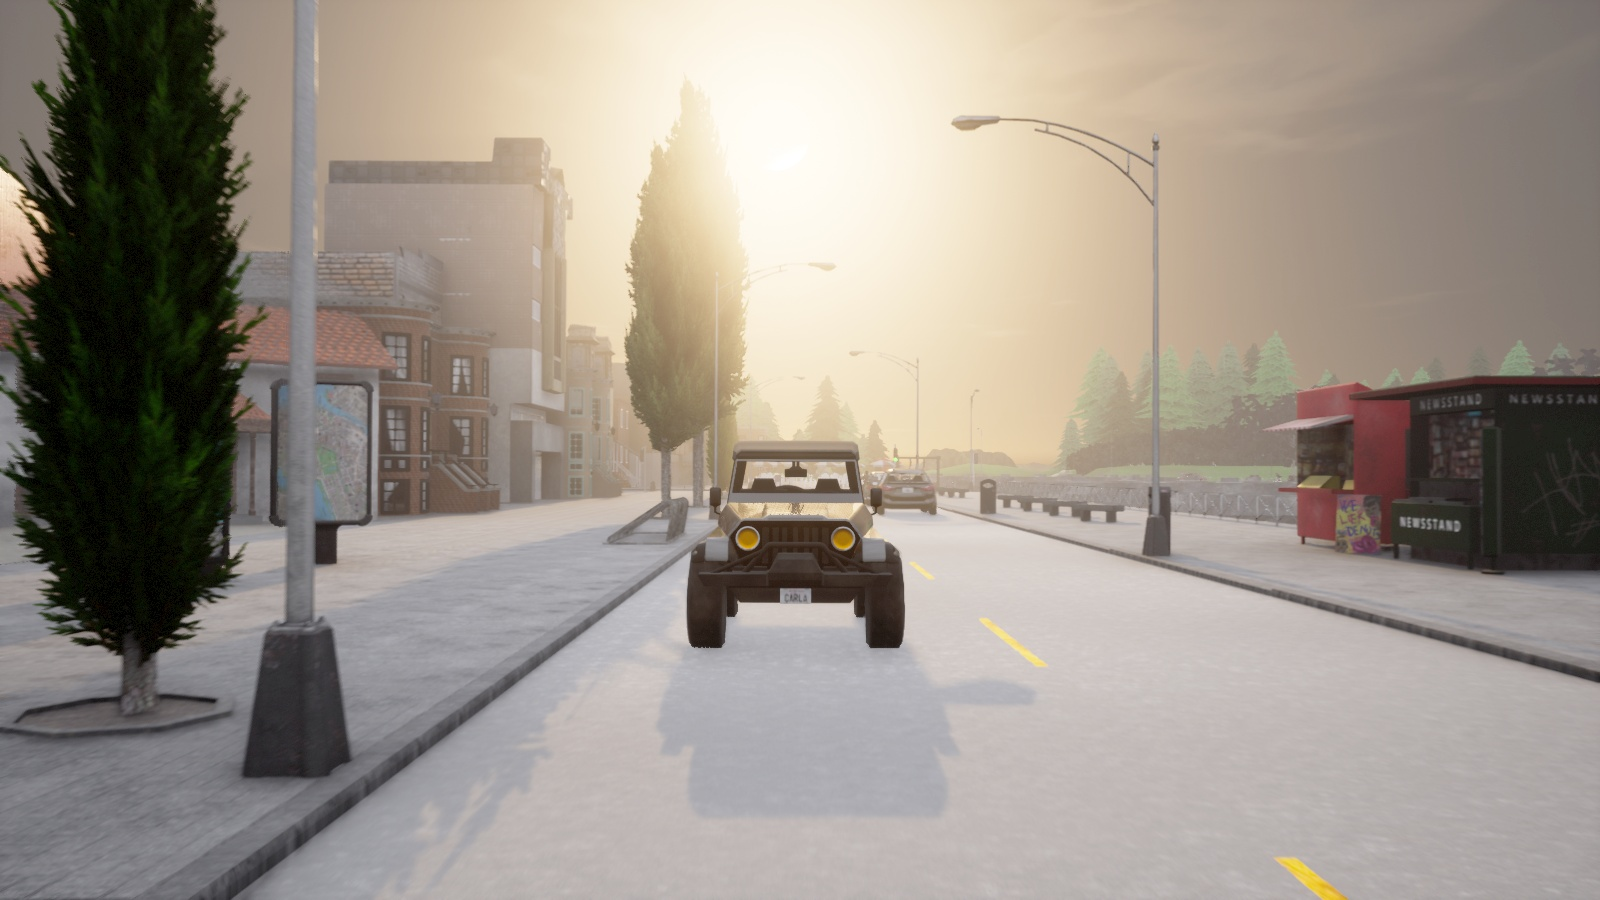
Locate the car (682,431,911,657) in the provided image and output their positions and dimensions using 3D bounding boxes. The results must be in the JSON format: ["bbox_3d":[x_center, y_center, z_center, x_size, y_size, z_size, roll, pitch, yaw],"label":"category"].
[{"bbox_3d":[-0.033,0.819,12.414,1.905,1.878,3.866,0,-1,0],"label":"car"}]

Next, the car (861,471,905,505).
[{"bbox_3d":[3.847,1.760,58.640,1.789,1.549,3.705,0,-1,0],"label":"car"}]

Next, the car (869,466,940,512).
[{"bbox_3d":[3.876,1.436,47.326,2.242,1.667,4.611,0,-1,0],"label":"car"}]
